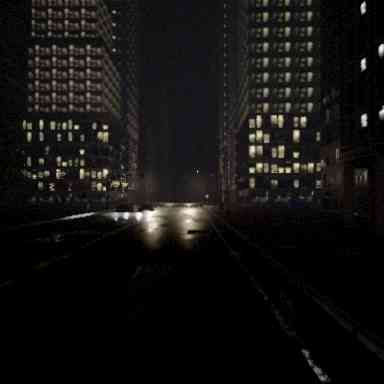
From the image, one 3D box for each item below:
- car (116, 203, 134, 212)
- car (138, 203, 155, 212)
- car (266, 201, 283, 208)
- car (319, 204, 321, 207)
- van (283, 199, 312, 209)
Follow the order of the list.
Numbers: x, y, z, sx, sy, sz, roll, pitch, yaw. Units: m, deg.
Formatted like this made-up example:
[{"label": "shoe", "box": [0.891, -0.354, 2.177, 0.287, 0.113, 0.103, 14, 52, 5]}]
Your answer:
[{"label": "car", "box": [-9.762, 2.231, 48.631, 1.895, 1.301, 4.718, 0, -1, 0]}, {"label": "car", "box": [-6.520, 2.220, 47.877, 1.895, 1.301, 4.718, 0, -1, 1]}, {"label": "car", "box": [17.088, 2.413, 65.275, 4.829, 1.417, 1.752, 0, -1, 2]}, {"label": "car", "box": [26.922, 2.469, 64.790, 4.206, 1.307, 1.802, 0, -1, 2]}, {"label": "van", "box": [18.359, 2.121, 57.106, 3.998, 1.788, 1.690, 0, -1, 2]}]
